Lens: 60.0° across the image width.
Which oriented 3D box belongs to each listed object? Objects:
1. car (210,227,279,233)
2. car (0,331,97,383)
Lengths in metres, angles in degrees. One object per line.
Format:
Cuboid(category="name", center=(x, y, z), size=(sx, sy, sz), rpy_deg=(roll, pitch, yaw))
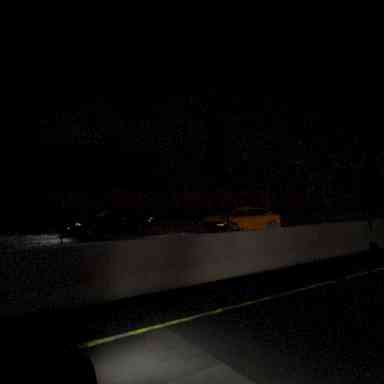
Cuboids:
Cuboid(category="car", center=(2.911, 1.588, 18.967), size=(5.008, 1.535, 1.882), rpy_deg=(1, 0, -35))
Cuboid(category="car", center=(-2.840, 1.514, 1.721), size=(4.674, 1.442, 1.812), rpy_deg=(1, 0, -36))
